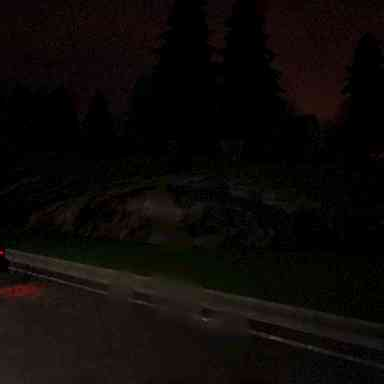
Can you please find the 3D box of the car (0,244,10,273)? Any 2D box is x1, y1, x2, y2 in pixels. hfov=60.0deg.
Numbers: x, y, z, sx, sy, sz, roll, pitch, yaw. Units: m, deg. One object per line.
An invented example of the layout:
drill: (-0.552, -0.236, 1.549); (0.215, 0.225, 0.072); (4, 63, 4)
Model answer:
car: (-7.050, 1.548, 9.033); (5.357, 1.411, 2.033); (0, 0, 36)
